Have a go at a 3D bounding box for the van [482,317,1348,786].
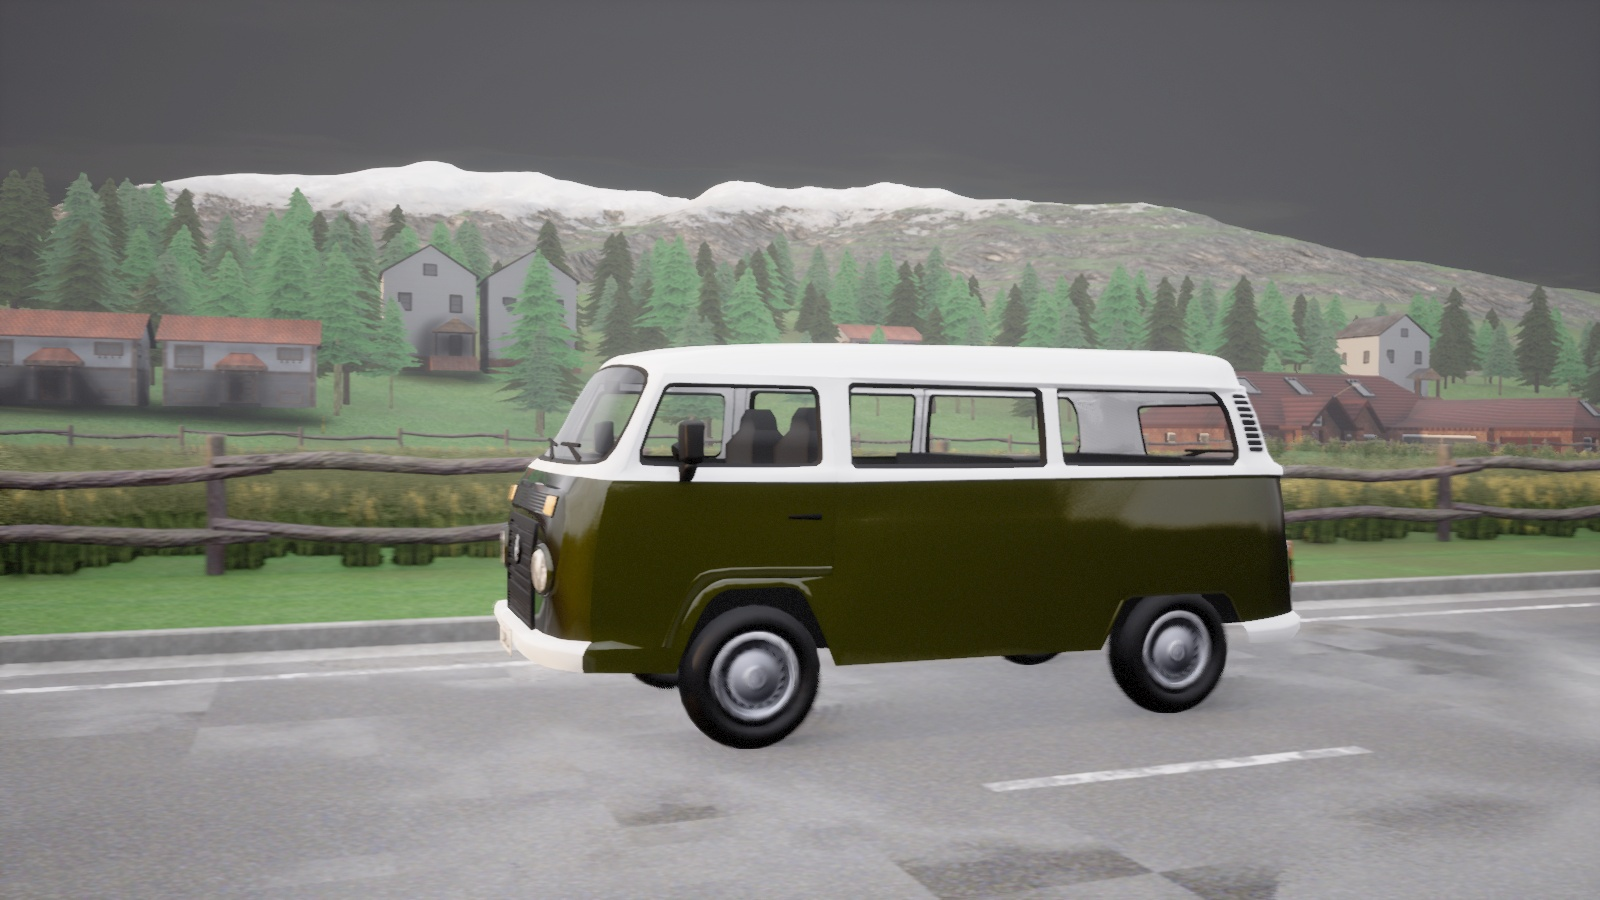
[{"bbox_3d":[0.605,0.398,7.209,4.480,2.038,2.069,-1,1,-21],"label":"van"}]
